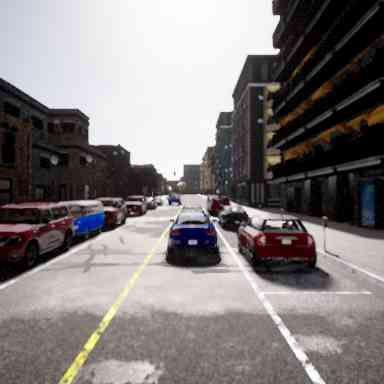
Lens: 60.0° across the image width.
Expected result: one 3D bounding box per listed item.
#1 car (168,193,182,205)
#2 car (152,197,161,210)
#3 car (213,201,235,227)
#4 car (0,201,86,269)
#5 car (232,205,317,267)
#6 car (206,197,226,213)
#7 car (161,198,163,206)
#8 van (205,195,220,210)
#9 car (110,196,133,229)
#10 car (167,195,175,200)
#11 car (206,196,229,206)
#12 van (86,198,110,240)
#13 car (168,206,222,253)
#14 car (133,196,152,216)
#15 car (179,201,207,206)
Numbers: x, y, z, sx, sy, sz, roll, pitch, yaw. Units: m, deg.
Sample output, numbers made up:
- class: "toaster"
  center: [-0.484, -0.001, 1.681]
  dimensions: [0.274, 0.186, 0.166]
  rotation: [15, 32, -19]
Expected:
- class: "car"
  center: [-3.024, 1.257, 58.905]
  dimensions: [2.150, 2.045, 5.566]
  rotation: [0, 0, 1]
- class: "car"
  center: [-5.668, 1.466, 43.885]
  dimensions: [1.967, 1.590, 4.097]
  rotation: [1, 0, 0]
- class: "car"
  center: [2.708, 1.566, 22.248]
  dimensions: [2.008, 1.369, 4.403]
  rotation: [1, 0, 0]
- class: "car"
  center: [-5.669, 1.323, 11.442]
  dimensions: [2.192, 1.841, 5.009]
  rotation: [1, 0, 0]
- class: "car"
  center: [2.708, 1.448, 11.434]
  dimensions: [1.967, 1.590, 4.097]
  rotation: [1, 0, 0]
- class: "car"
  center: [2.711, 1.464, 38.469]
  dimensions: [1.967, 1.590, 4.097]
  rotation: [1, 0, 0]
- class: "car"
  center: [-5.669, 1.583, 54.699]
  dimensions: [2.008, 1.369, 4.403]
  rotation: [1, 0, 0]
- class: "van"
  center: [2.714, 1.368, 43.876]
  dimensions: [1.690, 1.788, 3.998]
  rotation: [1, 0, 0]
- class: "car"
  center: [-5.668, 1.330, 22.256]
  dimensions: [2.192, 1.841, 5.009]
  rotation: [1, 0, 0]
- class: "car"
  center: [-5.741, 1.594, 92.655]
  dimensions: [1.887, 1.381, 4.507]
  rotation: [1, 0, 0]
- class: "car"
  center: [2.713, 1.336, 33.062]
  dimensions: [2.192, 1.841, 5.009]
  rotation: [1, 0, 0]
- class: "van"
  center: [-5.669, 1.352, 16.849]
  dimensions: [1.690, 1.788, 3.998]
  rotation: [1, 0, 0]
- class: "car"
  center: [0.051, 1.535, 13.547]
  dimensions: [1.812, 1.442, 4.674]
  rotation: [0, 0, 1]
- class: "car"
  center: [-5.667, 1.335, 33.070]
  dimensions: [2.192, 1.841, 5.009]
  rotation: [1, 0, 0]
- class: "car"
  center: [0.039, 1.618, 27.261]
  dimensions: [1.895, 1.301, 4.718]
  rotation: [0, 0, 1]
